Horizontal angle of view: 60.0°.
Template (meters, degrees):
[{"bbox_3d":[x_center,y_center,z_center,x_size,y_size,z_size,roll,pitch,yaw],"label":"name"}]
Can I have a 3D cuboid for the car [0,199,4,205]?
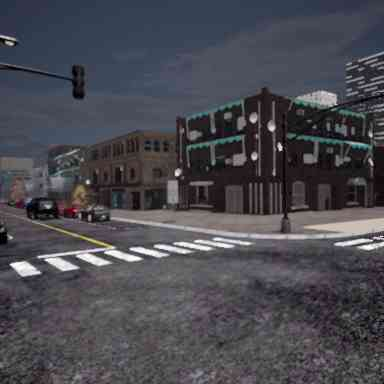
[{"bbox_3d":[-46.820,2.361,82.507,1.967,1.590,4.097,-2,0,-35],"label":"car"}]

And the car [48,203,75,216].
[{"bbox_3d":[-14.738,1.918,37.399,1.802,1.307,4.206,-2,0,-35],"label":"car"}]

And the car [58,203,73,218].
[{"bbox_3d":[-11.532,1.855,32.889,1.802,1.307,4.206,-2,0,-35],"label":"car"}]

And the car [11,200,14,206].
[{"bbox_3d":[-30.779,2.179,59.953,1.887,1.381,4.507,-2,0,-35],"label":"car"}]

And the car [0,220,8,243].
[{"bbox_3d":[-10.417,1.812,16.651,1.947,1.339,4.313,-2,0,-35],"label":"car"}]

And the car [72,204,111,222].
[{"bbox_3d":[-8.325,1.761,28.377,2.008,1.369,4.403,-2,0,-35],"label":"car"}]

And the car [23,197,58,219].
[{"bbox_3d":[-14.986,1.561,33.264,2.150,2.045,5.566,-1,0,-36],"label":"car"}]

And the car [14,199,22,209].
[{"bbox_3d":[-27.577,1.892,55.441,2.192,1.841,5.009,-2,0,-35],"label":"car"}]

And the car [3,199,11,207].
[{"bbox_3d":[-37.194,2.316,68.975,1.947,1.339,4.313,-2,0,-35],"label":"car"}]
